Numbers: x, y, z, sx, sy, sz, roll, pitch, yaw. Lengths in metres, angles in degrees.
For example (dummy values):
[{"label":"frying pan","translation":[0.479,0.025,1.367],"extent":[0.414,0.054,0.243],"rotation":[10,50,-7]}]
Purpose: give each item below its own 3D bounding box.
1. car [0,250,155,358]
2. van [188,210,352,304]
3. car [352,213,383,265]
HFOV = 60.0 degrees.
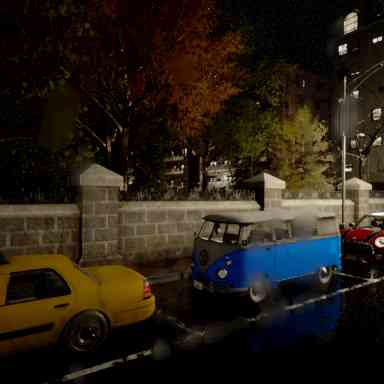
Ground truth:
[{"label":"car","translation":[-2.876,1.525,4.499],"extent":[4.829,1.417,1.752],"rotation":[0,1,-36]},{"label":"van","translation":[1.829,1.343,7.862],"extent":[3.998,1.788,1.690],"rotation":[0,1,-36]},{"label":"car","translation":[6.393,1.442,11.129],"extent":[4.097,1.590,1.967],"rotation":[0,1,-36]}]
